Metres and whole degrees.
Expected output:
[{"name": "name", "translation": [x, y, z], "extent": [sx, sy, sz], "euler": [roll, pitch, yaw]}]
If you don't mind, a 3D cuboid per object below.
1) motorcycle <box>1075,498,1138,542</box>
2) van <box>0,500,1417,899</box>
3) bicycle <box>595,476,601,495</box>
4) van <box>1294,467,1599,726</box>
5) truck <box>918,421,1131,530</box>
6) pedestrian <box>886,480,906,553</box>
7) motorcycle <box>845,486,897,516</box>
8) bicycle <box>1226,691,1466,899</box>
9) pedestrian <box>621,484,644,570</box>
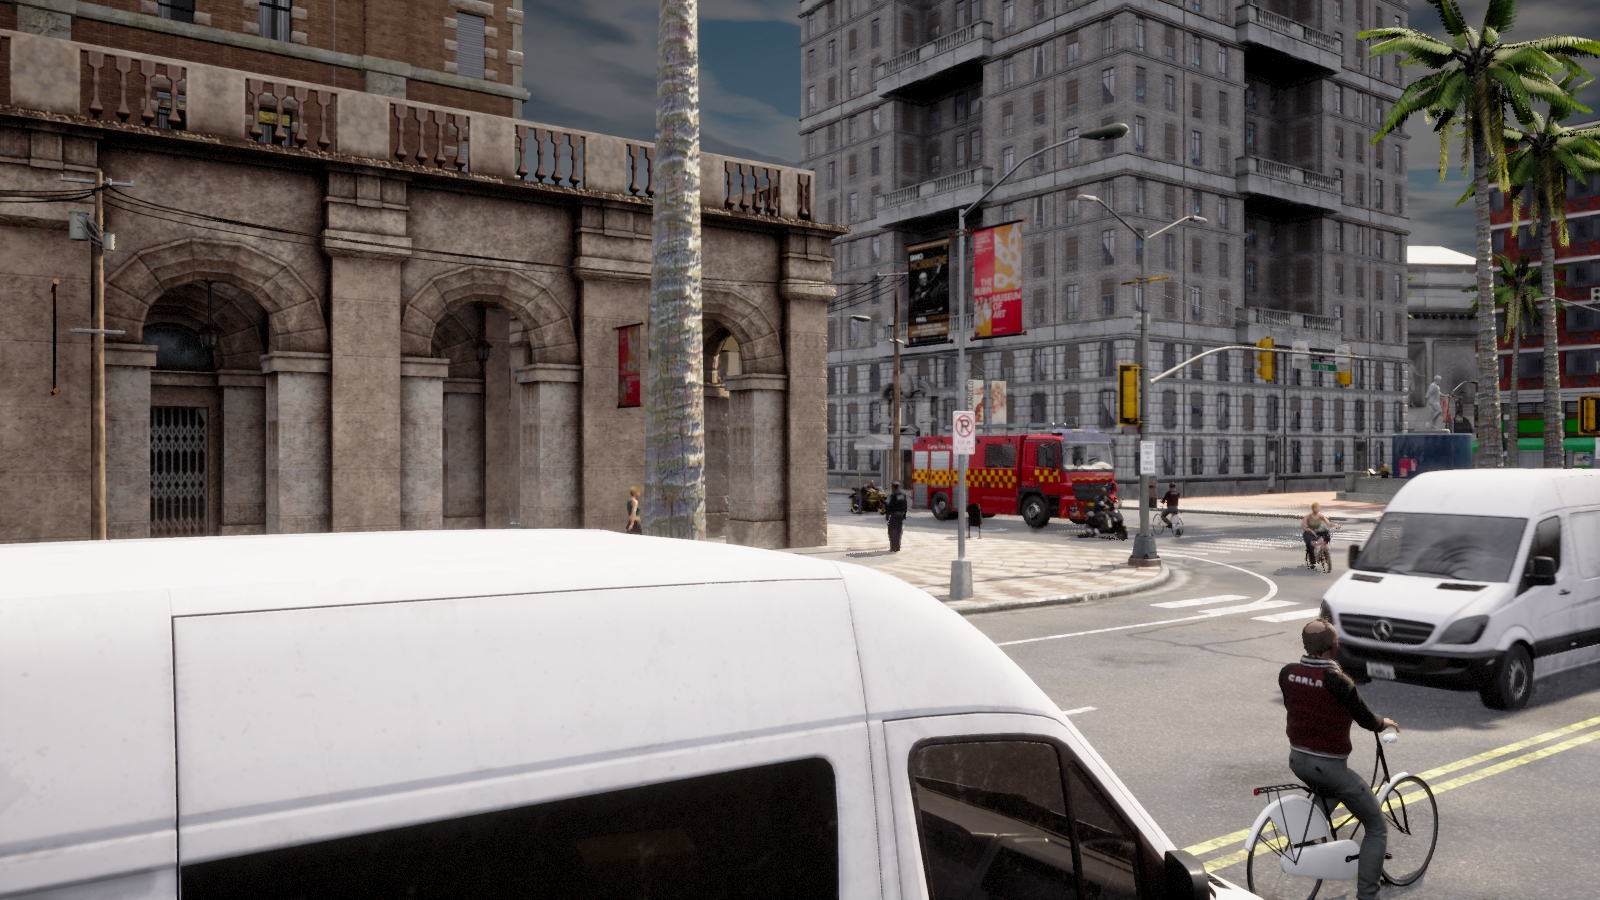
[{"name": "motorcycle", "translation": [9.592, 2.182, 35.851], "extent": [0.856, 1.236, 1.805], "euler": [-1, 1, -31]}, {"name": "van", "translation": [-0.760, 1.534, 3.254], "extent": [5.915, 2.561, 1.988], "euler": [0, 0, -35]}, {"name": "bicycle", "translation": [-12.612, 2.210, 71.312], "extent": [0.329, 1.171, 1.835], "euler": [0, 0, -13]}, {"name": "van", "translation": [8.738, 1.534, 14.162], "extent": [5.915, 2.561, 1.988], "euler": [0, 0, -35]}, {"name": "truck", "translation": [8.452, 0.890, 44.320], "extent": [2.891, 3.827, 8.468], "euler": [0, 0, -35]}, {"name": "pedestrian", "translation": [2.469, 1.696, 29.359], "extent": [0.375, 1.860, 0.375], "euler": [0, 0, -29]}, {"name": "motorcycle", "translation": [3.065, 2.205, 49.743], "extent": [2.209, 1.251, 0.867], "euler": [0, 0, 44]}, {"name": "bicycle", "translation": [3.417, 2.210, 7.085], "extent": [1.835, 1.171, 0.329], "euler": [0, 0, -29]}, {"name": "pedestrian", "translation": [-3.701, 1.698, 25.225], "extent": [0.375, 1.860, 0.375], "euler": [0, 0, -36]}]
